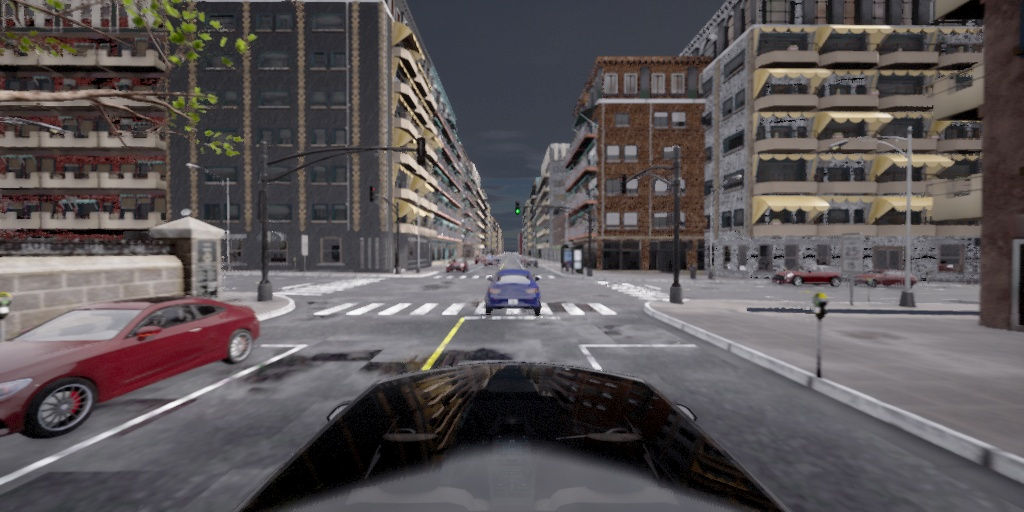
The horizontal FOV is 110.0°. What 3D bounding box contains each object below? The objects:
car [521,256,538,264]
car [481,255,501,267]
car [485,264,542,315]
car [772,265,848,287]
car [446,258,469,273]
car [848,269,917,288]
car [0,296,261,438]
[{"bbox_3d":[2.683,0.930,49.011,2.007,1.370,4.403,0,0,0],"label":"car"},{"bbox_3d":[-3.085,0.912,52.894,1.994,1.385,4.181,0,0,0],"label":"car"},{"bbox_3d":[0.055,1.186,13.044,1.812,1.442,4.674,0,1,0],"label":"car"},{"bbox_3d":[21.376,1.380,26.182,4.097,1.591,1.967,0,0,-1],"label":"car"},{"bbox_3d":[-5.695,0.907,37.738,1.967,1.591,4.097,0,0,0],"label":"car"},{"bbox_3d":[27.050,1.623,26.253,4.207,1.307,1.802,0,0,-1],"label":"car"},{"bbox_3d":[-5.689,1.303,5.328,1.802,1.307,4.207,0,0,0],"label":"car"}]
